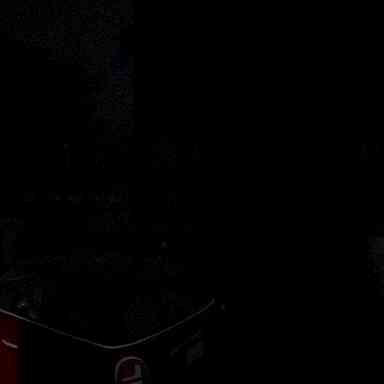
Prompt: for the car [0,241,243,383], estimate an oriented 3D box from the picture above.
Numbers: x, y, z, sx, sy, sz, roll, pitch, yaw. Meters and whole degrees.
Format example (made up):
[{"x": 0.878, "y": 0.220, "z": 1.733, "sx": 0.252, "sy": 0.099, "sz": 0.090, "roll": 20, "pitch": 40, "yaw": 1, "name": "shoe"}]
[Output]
[{"x": -1.556, "y": 1.440, "z": 4.053, "sx": 4.097, "sy": 1.590, "sz": 1.967, "roll": 0, "pitch": 0, "yaw": 35, "name": "car"}]
